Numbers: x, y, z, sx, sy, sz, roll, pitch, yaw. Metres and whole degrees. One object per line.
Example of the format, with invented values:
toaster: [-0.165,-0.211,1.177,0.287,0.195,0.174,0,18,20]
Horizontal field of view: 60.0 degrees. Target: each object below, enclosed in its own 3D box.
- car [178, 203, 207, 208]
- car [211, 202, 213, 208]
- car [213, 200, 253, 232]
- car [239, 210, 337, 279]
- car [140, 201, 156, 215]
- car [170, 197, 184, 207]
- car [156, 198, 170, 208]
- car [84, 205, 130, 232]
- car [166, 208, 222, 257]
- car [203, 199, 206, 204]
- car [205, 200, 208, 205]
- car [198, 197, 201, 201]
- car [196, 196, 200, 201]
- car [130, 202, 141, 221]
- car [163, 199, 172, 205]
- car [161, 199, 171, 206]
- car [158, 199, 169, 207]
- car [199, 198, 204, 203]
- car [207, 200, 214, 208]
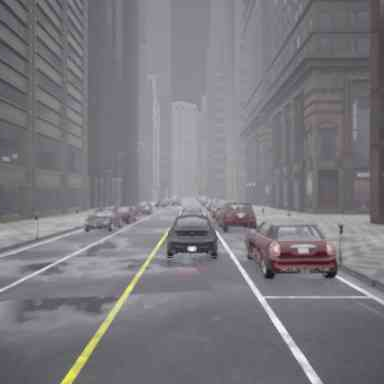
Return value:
car: [0.020,1.876,28.225,1.895,1.301,4.718,0,-1,0]
car: [2.851,1.793,27.481,1.752,1.417,4.829,-1,-1,0]
car: [2.848,1.527,21.689,2.192,1.841,5.009,-1,-1,0]
car: [2.848,1.543,10.440,1.967,1.590,4.097,-1,-1,0]
car: [-5.675,1.814,38.553,1.967,1.590,4.097,-1,-1,0]
car: [-3.005,2.169,64.931,2.033,1.411,5.357,0,-1,0]
car: [-5.671,2.152,61.050,1.947,1.339,4.313,-1,-1,0]
car: [-5.675,1.763,21.680,2.008,1.369,4.403,-1,-1,0]
car: [0.023,1.640,13.483,1.837,1.490,4.892,0,0,1]
car: [3.153,2.031,52.473,1.812,1.442,4.674,0,-1,0]
car: [3.152,1.965,45.473,1.812,1.442,4.674,0,-1,0]
car: [2.856,2.265,78.100,1.752,1.417,4.829,-1,-1,0]
car: [2.857,2.386,89.178,2.008,1.369,4.403,-1,0,0]
car: [-5.675,1.811,27.304,1.887,1.381,4.507,-1,-1,0]
car: [-5.670,2.283,77.925,1.887,1.381,4.507,-1,-1,0]
car: [-5.671,2.234,72.300,1.887,1.381,4.507,-1,-1,0]
car: [-5.671,2.183,66.675,1.887,1.381,4.507,-1,-1,0]
car: [2.855,2.220,66.680,1.802,1.307,4.206,-1,-1,0]
car: [2.850,1.761,32.936,1.967,1.590,4.097,-1,-1,0]
